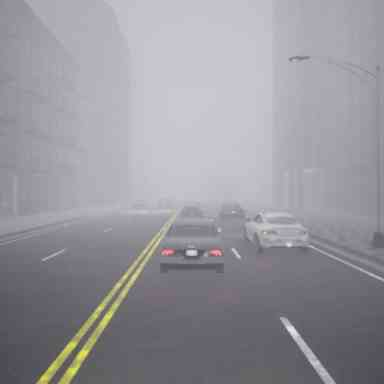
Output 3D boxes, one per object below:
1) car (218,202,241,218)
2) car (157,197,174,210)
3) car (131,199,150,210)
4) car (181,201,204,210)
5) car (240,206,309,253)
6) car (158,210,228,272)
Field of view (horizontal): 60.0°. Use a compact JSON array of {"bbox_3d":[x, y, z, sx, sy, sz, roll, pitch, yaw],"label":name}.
[{"bbox_3d":[3.265,1.539,28.091,1.994,1.385,4.181,0,0,1],"label":"car"},{"bbox_3d":[-3.398,1.456,43.380,2.128,1.511,4.902,0,0,0],"label":"car"},{"bbox_3d":[-6.651,1.567,43.123,1.895,1.301,4.718,0,0,0],"label":"car"},{"bbox_3d":[0.018,1.499,28.553,1.812,1.442,4.674,0,0,0],"label":"car"},{"bbox_3d":[3.283,1.511,13.485,1.812,1.442,4.674,0,0,1],"label":"car"},{"bbox_3d":[0.008,1.536,10.659,2.033,1.411,5.357,0,0,0],"label":"car"}]
